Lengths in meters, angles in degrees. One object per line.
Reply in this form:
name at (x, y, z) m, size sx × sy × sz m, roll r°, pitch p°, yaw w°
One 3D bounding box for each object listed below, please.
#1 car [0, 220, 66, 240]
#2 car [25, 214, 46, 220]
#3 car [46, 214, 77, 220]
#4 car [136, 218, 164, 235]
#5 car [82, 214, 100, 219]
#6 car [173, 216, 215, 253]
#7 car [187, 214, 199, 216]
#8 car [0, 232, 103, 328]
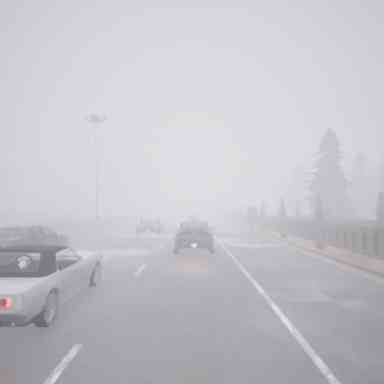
car at (-6.901, 2.070, 13.910) m, size 2.033 × 1.411 × 5.357 m, roll 0°, pitch -3°, yaw 0°
car at (-21.069, 3.759, 46.118) m, size 2.033 × 1.411 × 5.357 m, roll 0°, pitch -3°, yaw 1°
car at (-17.573, 3.750, 45.945) m, size 2.033 × 1.411 × 5.357 m, roll 0°, pitch -3°, yaw 0°
car at (-3.403, 2.854, 27.799) m, size 1.895 × 1.301 × 4.718 m, roll 0°, pitch -3°, yaw 0°
car at (-14.069, 3.812, 46.801) m, size 1.994 × 1.385 × 4.181 m, roll 0°, pitch -3°, yaw 0°
car at (0.099, 2.189, 16.964) m, size 1.837 × 1.490 × 4.892 m, roll 0°, pitch -3°, yaw 0°
car at (0.096, 3.312, 38.354) m, size 1.837 × 1.490 × 4.892 m, roll 0°, pitch -3°, yaw 0°
car at (-3.401, 1.793, 7.272) m, size 1.895 × 1.301 × 4.718 m, roll 0°, pitch -2°, yaw 0°
